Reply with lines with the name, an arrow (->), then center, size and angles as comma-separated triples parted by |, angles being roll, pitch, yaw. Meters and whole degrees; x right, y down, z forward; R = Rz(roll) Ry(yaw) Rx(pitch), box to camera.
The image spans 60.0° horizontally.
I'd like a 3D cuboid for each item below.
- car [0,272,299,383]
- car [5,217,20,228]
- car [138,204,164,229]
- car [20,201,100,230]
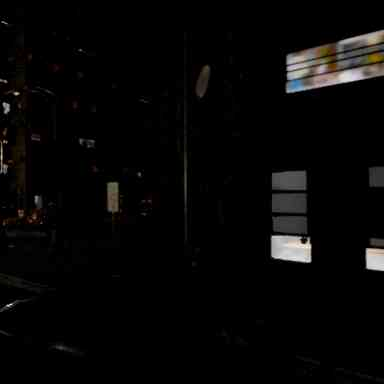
car -> -1.046, 1.591, 3.622 | 4.313, 1.339, 1.947 | -1, 0, 35
car -> -12.302, 2.055, 26.317 | 1.752, 1.417, 4.829 | -2, -2, 35
car -> -2.085, 1.861, 26.370 | 2.192, 1.841, 5.009 | -2, -2, 35
car -> -9.682, 1.738, 25.521 | 2.150, 2.045, 5.566 | -1, -2, 35
